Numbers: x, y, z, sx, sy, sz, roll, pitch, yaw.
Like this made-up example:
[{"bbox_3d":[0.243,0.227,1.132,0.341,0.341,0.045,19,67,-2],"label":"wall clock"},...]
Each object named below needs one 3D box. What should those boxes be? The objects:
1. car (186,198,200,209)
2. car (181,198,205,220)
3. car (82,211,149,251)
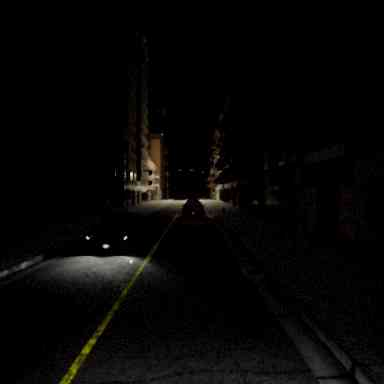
[{"bbox_3d":[0.096,1.575,46.152,1.812,1.442,4.674,0,0,0],"label":"car"},{"bbox_3d":[0.095,1.506,28.573,1.882,1.535,5.008,0,0,0],"label":"car"},{"bbox_3d":[-3.062,1.561,14.517,2.033,1.411,5.357,0,0,0],"label":"car"}]
